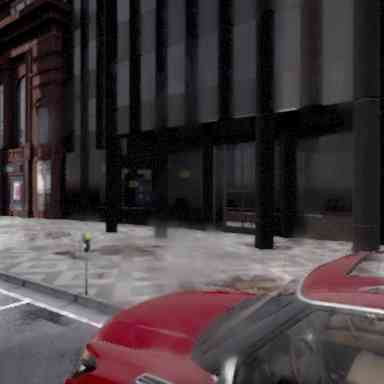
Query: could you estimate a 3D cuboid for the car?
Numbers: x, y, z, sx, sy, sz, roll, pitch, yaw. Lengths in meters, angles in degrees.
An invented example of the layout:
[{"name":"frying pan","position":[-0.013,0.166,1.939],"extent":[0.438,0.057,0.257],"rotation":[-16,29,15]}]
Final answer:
[{"name":"car","position":[1.385,1.315,1.972],"extent":[5.009,1.841,2.192],"rotation":[0,0,36]}]
